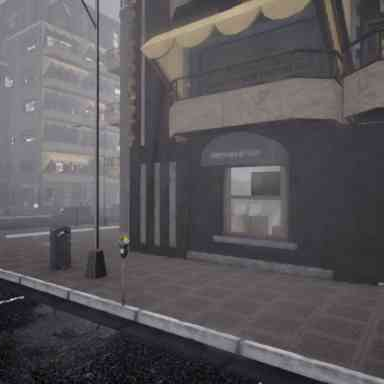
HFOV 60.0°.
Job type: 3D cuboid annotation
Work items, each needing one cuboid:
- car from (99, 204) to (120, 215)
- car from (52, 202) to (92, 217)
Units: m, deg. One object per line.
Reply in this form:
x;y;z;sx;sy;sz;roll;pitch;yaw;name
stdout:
-9.407;2.062;39.871;1.802;1.307;4.206;-1;-1;35;car
-12.690;1.820;35.246;1.967;1.590;4.097;-1;-1;35;car
